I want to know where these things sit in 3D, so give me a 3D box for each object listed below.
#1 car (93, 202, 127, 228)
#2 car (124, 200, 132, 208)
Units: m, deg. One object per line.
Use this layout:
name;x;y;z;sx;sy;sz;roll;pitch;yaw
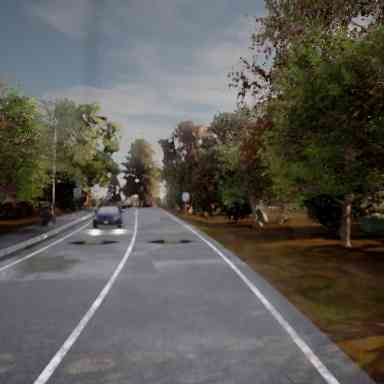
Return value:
car;-5.782;1.664;23.332;1.812;1.442;4.674;1;0;-9
car;-12.607;2.289;65.200;1.812;1.442;4.674;1;-3;-9
